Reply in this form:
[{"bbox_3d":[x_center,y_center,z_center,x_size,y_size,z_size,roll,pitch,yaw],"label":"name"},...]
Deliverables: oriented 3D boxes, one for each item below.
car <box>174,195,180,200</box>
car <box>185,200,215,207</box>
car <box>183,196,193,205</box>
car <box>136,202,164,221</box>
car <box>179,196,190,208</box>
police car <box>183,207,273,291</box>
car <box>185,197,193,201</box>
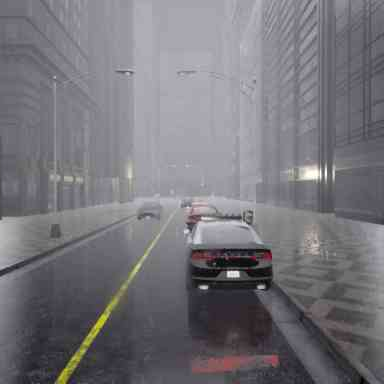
[{"bbox_3d":[-4.131,1.491,93.856,2.128,1.511,4.902,0,0,-1],"label":"car"},{"bbox_3d":[0.669,1.476,19.063,1.882,1.535,5.008,0,0,-1],"label":"car"},{"bbox_3d":[-0.726,1.524,60.275,1.812,1.442,4.674,0,0,-1],"label":"car"},{"bbox_3d":[-3.335,1.545,27.570,2.033,1.411,5.357,0,0,-1],"label":"car"},{"bbox_3d":[-0.551,1.598,46.662,1.895,1.301,4.718,0,0,0],"label":"car"},{"bbox_3d":[0.788,1.424,9.174,1.930,1.638,5.238,0,0,-1],"label":"police car"},{"bbox_3d":[0.594,1.453,25.253,1.801,1.575,5.366,0,0,-1],"label":"car"}]
